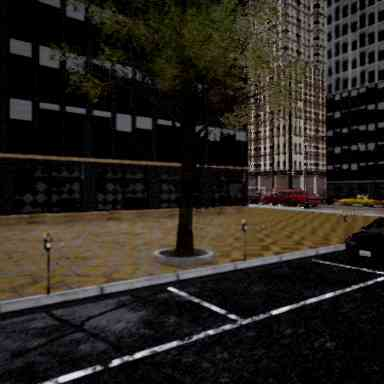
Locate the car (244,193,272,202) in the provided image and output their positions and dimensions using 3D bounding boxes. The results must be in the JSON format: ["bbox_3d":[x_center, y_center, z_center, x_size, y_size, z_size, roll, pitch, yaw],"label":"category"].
[{"bbox_3d":[10.893,0.823,54.885,1.947,1.339,4.313,1,0,-36],"label":"car"}]

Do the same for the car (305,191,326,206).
[{"bbox_3d":[13.396,0.754,41.784,2.150,2.045,5.566,0,2,-36],"label":"car"}]

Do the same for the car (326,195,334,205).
[{"bbox_3d":[17.522,1.033,45.808,1.947,1.339,4.313,1,0,-36],"label":"car"}]

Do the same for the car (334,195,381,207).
[{"bbox_3d":[20.805,1.094,41.461,1.752,1.417,4.829,1,0,-36],"label":"car"}]

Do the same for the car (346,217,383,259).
[{"bbox_3d":[7.202,1.555,11.696,4.313,1.339,1.947,0,0,-35],"label":"car"}]

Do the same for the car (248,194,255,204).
[{"bbox_3d":[7.445,0.960,45.398,1.947,1.339,4.313,1,0,-36],"label":"car"}]

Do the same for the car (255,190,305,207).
[{"bbox_3d":[10.764,0.814,40.858,2.192,1.841,5.009,1,0,-36],"label":"car"}]
